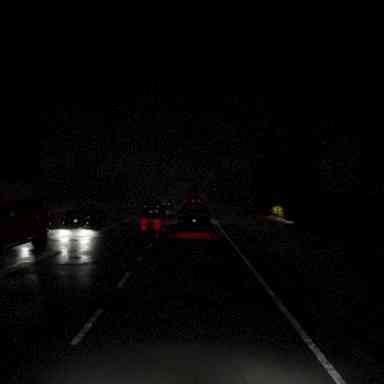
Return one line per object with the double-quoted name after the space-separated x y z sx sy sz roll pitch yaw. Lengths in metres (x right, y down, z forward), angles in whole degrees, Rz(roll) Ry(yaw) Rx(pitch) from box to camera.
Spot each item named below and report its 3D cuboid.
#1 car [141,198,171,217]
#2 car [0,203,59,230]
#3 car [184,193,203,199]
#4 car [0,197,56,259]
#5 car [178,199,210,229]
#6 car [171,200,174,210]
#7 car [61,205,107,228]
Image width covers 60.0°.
-3.450 1.469 30.624 2.128 1.511 4.902 0 0 0 "car"
-10.479 1.517 21.663 1.812 1.442 4.674 0 0 0 "car"
0.132 1.193 41.527 2.150 2.045 5.566 0 0 0 "car"
-7.065 1.212 11.919 2.150 2.045 5.566 0 0 0 "car"
0.122 1.463 21.363 1.882 1.535 5.008 0 0 0 "car"
-3.422 1.518 43.380 2.033 1.411 5.357 0 0 1 "car"
-7.004 1.548 21.990 1.994 1.385 4.181 0 0 0 "car"
